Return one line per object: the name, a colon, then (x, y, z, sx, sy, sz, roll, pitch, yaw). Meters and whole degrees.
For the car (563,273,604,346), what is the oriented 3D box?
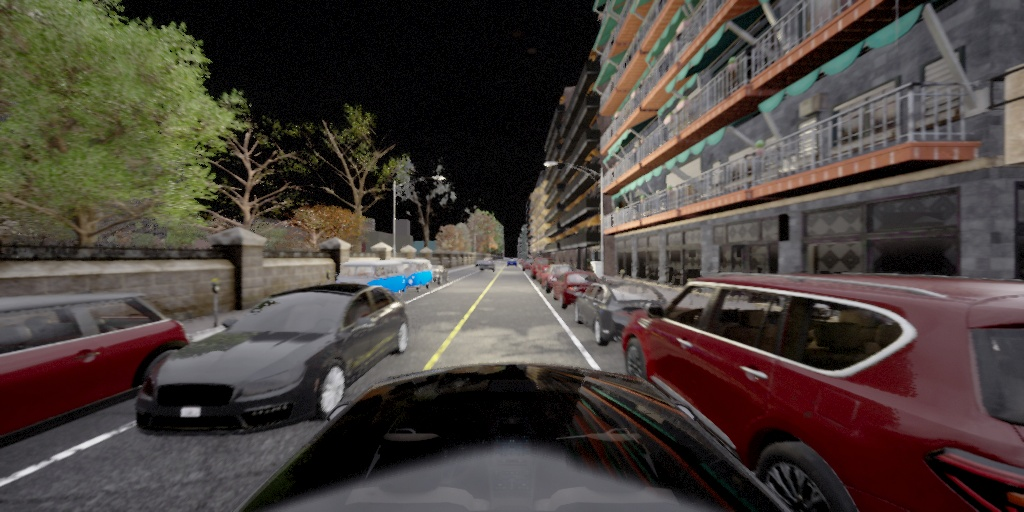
car: (2.690, 1.298, 9.165, 2.007, 1.370, 4.403, 0, 0, 0)

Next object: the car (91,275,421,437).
car: (-3.099, 1.253, 5.885, 1.837, 1.490, 4.892, 0, 0, 0)

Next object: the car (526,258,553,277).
car: (2.685, 1.067, 31.684, 2.192, 1.841, 5.009, 0, 0, 0)

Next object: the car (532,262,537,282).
car: (2.686, 1.331, 26.055, 1.802, 1.307, 4.207, 0, 0, 0)

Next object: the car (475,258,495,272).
car: (-3.095, 1.311, 45.877, 2.033, 1.411, 5.357, 0, 0, 0)

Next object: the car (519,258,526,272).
car: (2.378, 1.118, 47.366, 2.097, 1.767, 4.553, 0, 0, 0)

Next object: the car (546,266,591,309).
car: (2.688, 1.292, 14.795, 1.888, 1.381, 4.507, 0, 0, 0)

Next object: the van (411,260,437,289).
van: (-5.693, 1.088, 20.422, 1.690, 1.789, 3.998, 0, 0, 0)

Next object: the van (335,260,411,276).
van: (-5.692, 1.087, 14.793, 1.690, 1.789, 3.998, 0, 0, 0)

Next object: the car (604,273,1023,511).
car: (2.692, 1.064, 3.535, 2.192, 1.841, 5.009, 0, 0, 0)

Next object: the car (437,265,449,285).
car: (-5.694, 1.299, 26.053, 2.007, 1.370, 4.403, 0, 0, 0)

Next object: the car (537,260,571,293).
car: (2.688, 1.187, 20.424, 1.967, 1.591, 4.097, 0, 0, 0)

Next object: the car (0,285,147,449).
car: (-5.689, 1.189, 3.533, 1.967, 1.591, 4.097, 0, 0, 0)
